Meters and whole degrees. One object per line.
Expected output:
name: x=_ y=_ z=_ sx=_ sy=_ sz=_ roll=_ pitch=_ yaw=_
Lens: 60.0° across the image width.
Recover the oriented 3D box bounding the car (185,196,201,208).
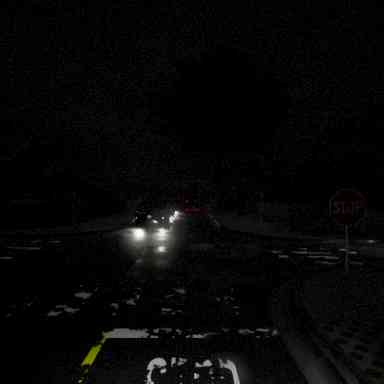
car: x=-0.029 y=1.697 z=56.626 sx=2.150 sy=2.045 sz=5.566 roll=0 pitch=-1 yaw=1

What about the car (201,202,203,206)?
car: x=0.867 y=2.184 z=67.187 sx=1.994 sy=1.385 sz=4.181 roll=0 pitch=-1 yaw=13

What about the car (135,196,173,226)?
car: x=-2.863 y=1.353 z=25.093 sx=2.150 sy=2.045 sz=5.566 roll=0 pitch=-1 yaw=0

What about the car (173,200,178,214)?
car: x=-2.871 y=1.722 z=35.990 sx=1.882 sy=1.535 sz=5.008 roll=0 pitch=-1 yaw=0
